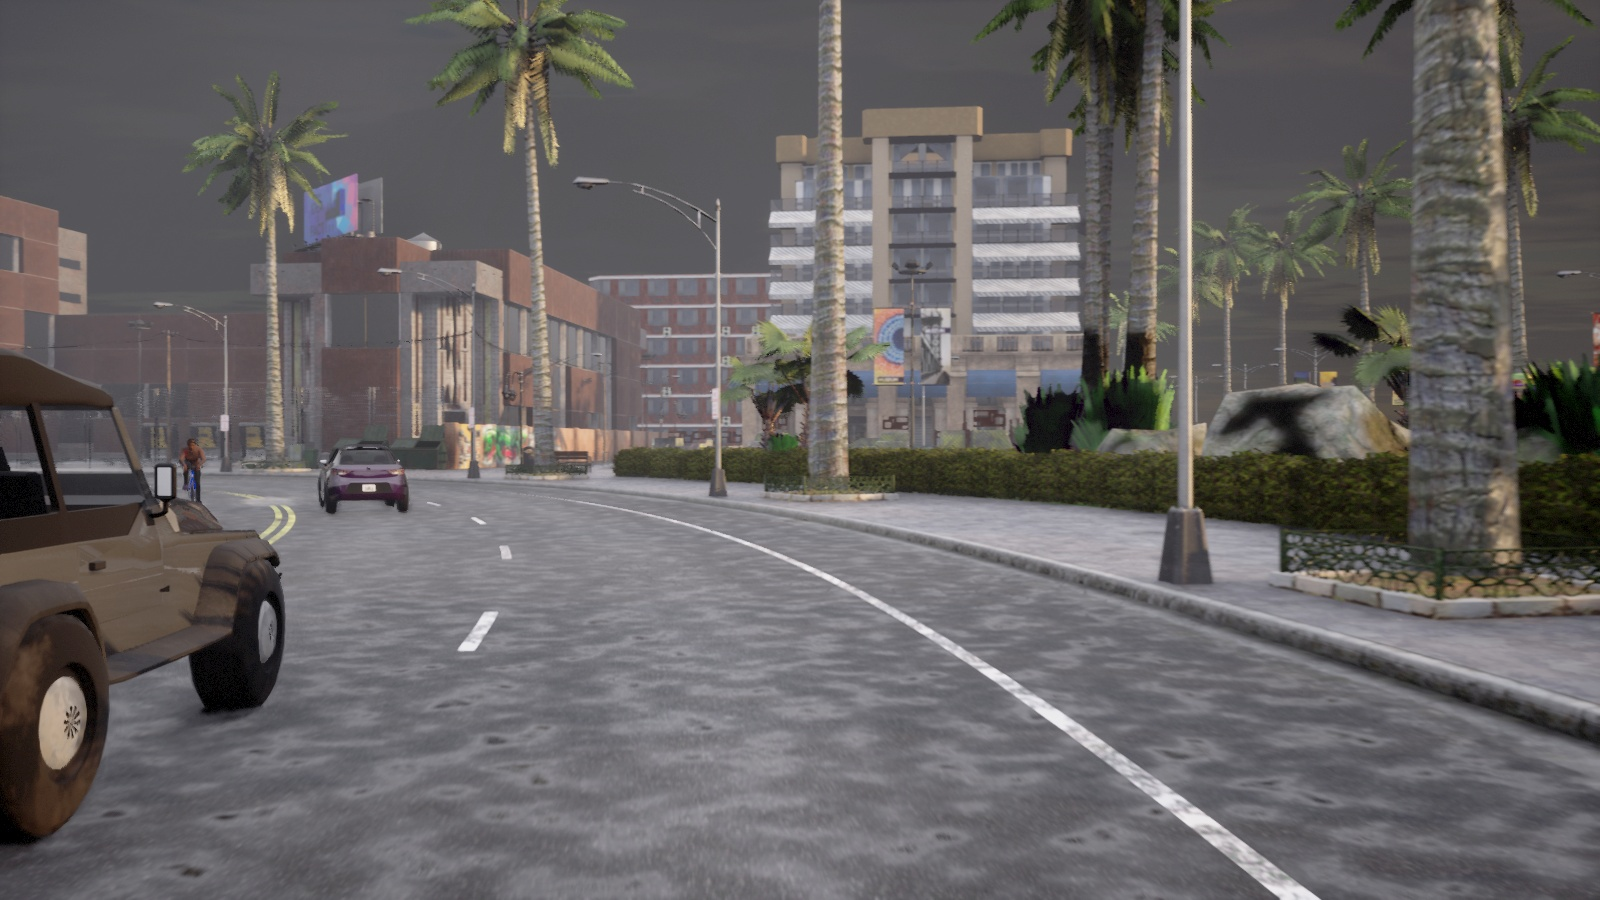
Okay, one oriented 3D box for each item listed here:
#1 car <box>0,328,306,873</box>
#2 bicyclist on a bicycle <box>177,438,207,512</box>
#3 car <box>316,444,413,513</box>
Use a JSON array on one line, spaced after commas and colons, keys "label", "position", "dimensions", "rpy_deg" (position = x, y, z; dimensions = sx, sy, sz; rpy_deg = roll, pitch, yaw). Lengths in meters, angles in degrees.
[{"label": "car", "position": [-3.840, 0.510, 5.759], "dimensions": [1.905, 1.878, 3.866], "rpy_deg": [0, 0, -5]}, {"label": "bicyclist on a bicycle", "position": [-13.769, 0.539, 28.463], "dimensions": [0.582, 1.620, 1.656], "rpy_deg": [-1, 1, -26]}, {"label": "car", "position": [-10.105, 0.597, 28.967], "dimensions": [1.816, 1.474, 4.193], "rpy_deg": [0, 0, -23]}]
